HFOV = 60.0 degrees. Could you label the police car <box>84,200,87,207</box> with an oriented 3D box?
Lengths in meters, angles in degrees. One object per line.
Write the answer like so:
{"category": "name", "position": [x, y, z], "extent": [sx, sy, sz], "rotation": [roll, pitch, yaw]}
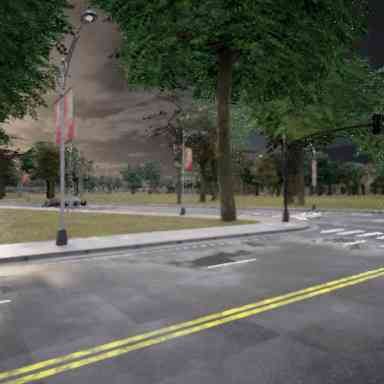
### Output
{"category": "police car", "position": [-17.007, 1.293, 47.162], "extent": [5.238, 1.638, 1.930], "rotation": [0, 0, 31]}

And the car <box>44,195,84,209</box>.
{"category": "car", "position": [-16.993, 1.405, 43.251], "extent": [5.357, 1.411, 2.033], "rotation": [0, 0, 31]}
